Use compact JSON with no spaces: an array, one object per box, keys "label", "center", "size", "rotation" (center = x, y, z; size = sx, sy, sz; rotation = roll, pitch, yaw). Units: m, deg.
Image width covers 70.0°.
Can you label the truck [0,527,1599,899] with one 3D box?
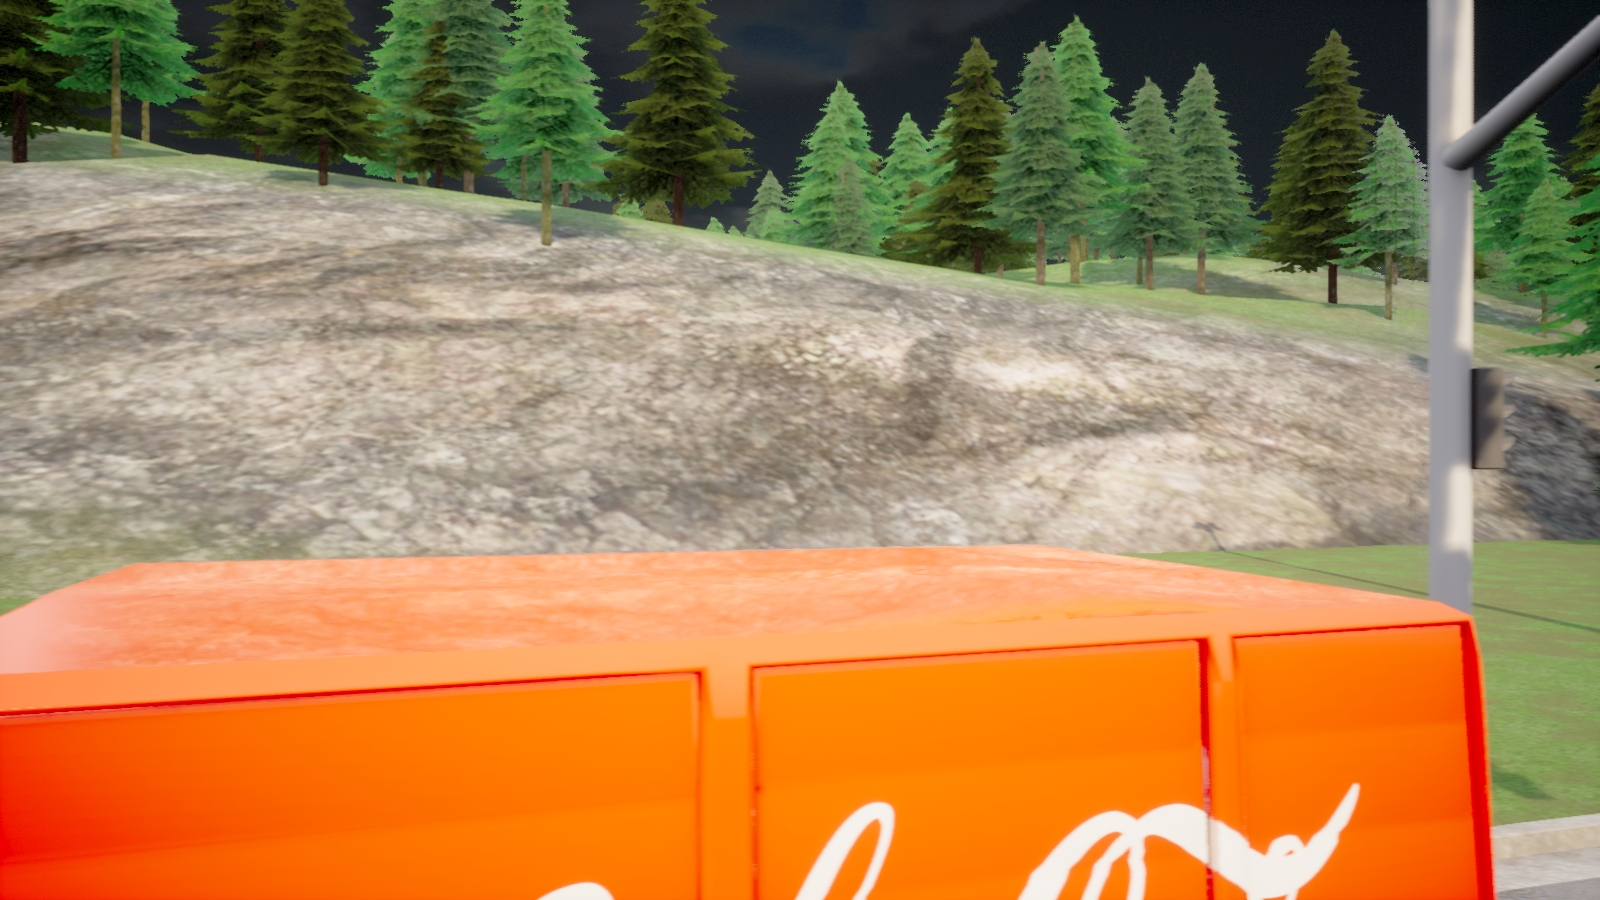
[{"label":"truck","center":[-1.091,1.568,2.907],"size":[5.204,2.467,2.627],"rotation":[0,0,-20]}]
